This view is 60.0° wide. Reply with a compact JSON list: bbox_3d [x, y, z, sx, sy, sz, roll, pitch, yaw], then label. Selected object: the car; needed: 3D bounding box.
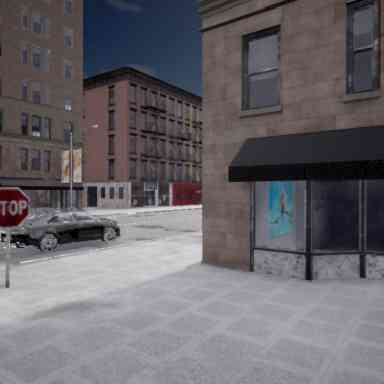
[{"bbox_3d":[-5.169,1.496,13.811,2.128,1.511,4.902,0,0,35],"label":"car"}]
